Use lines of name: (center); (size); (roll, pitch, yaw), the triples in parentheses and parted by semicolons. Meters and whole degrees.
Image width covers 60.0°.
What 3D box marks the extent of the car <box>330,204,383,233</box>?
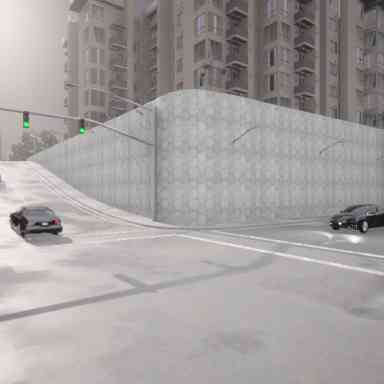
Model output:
car: (10.192, 1.505, 19.868); (4.892, 1.490, 1.837); (0, 0, -36)

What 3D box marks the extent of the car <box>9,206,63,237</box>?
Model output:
car: (-8.468, 1.461, 17.856); (2.033, 1.411, 5.357); (0, 2, -36)

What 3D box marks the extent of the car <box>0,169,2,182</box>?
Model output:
car: (-23.294, -2.211, 38.483); (1.882, 1.535, 5.008); (0, 12, -36)
